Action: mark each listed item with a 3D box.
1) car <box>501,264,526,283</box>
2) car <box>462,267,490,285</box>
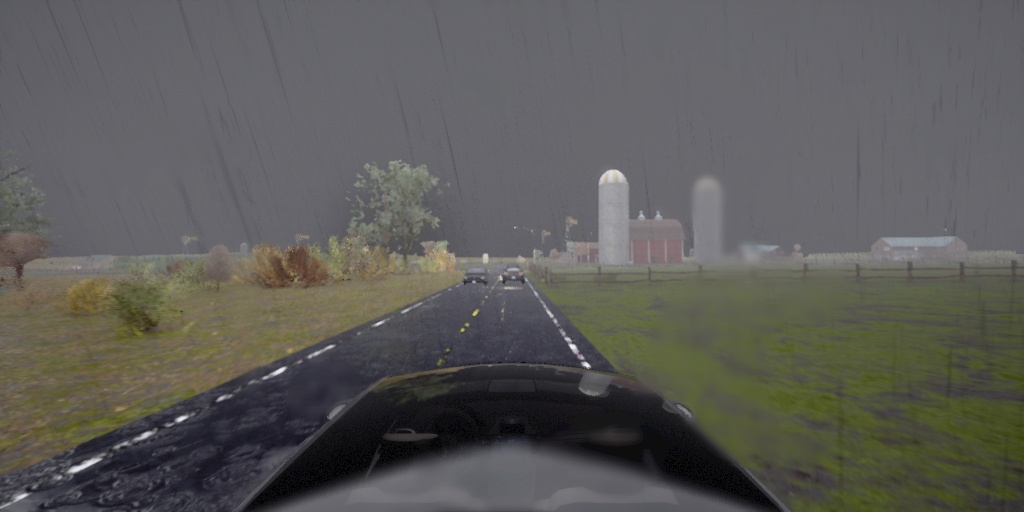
[{"bbox_3d":[0.125,1.576,31.108,1.812,1.442,4.674,0,-1,0],"label":"car"},{"bbox_3d":[-2.818,1.579,29.270,2.033,1.411,5.357,0,-1,0],"label":"car"}]
